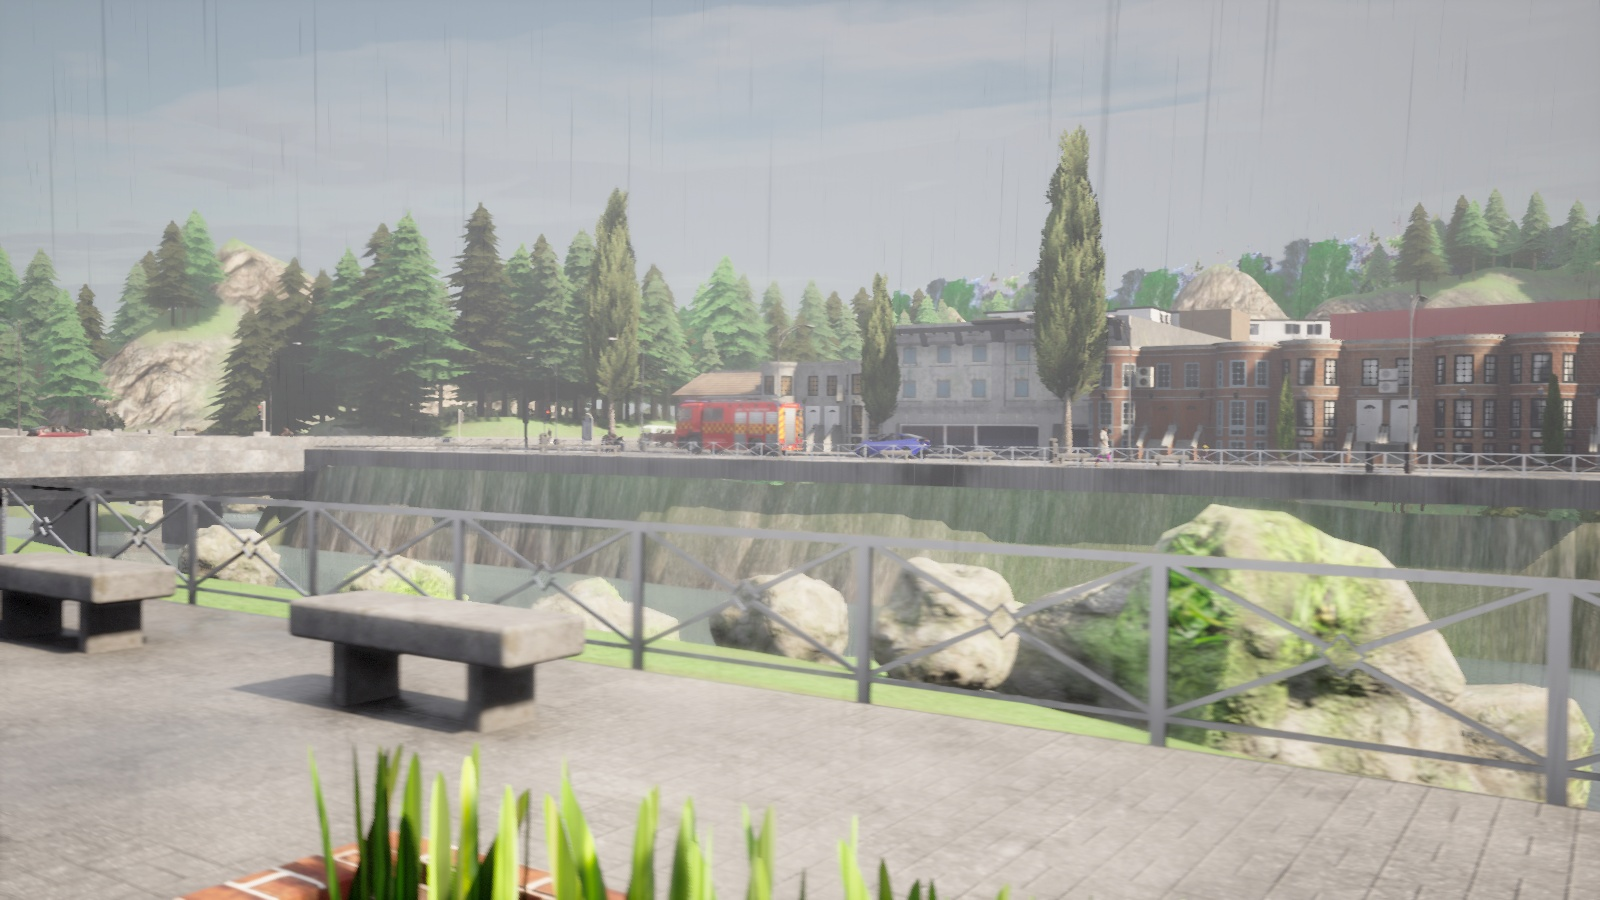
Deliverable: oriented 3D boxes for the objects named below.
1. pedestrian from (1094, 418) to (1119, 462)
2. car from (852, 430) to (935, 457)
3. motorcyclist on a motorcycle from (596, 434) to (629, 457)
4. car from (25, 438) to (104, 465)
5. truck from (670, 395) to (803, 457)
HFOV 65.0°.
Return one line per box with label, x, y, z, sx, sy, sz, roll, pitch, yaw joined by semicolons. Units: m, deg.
pedestrian;13.607;-0.442;55.700;0.873;1.952;0.659;0;1;38
car;5.526;-0.389;74.568;4.514;1.525;2.007;0;1;34
motorcyclist on a motorcycle;-12.956;-0.301;86.840;2.191;1.530;0.866;0;1;34
car;-44.618;0.073;76.278;1.789;1.549;3.705;0;1;34
truck;-4.179;-1.501;80.989;8.468;3.827;2.891;0;1;34
